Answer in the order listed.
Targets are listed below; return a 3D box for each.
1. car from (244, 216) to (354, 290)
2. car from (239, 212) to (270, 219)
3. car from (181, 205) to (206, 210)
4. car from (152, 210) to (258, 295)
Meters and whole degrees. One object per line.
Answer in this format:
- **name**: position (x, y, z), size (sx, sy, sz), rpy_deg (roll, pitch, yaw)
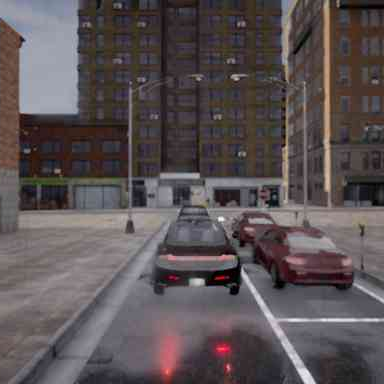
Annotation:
- **car**: position (2.654, 1.531, 8.676), size (1.802, 1.307, 4.206), rpy_deg (1, 0, 0)
- **car**: position (2.657, 1.500, 14.114), size (1.802, 1.307, 4.206), rpy_deg (1, 0, 0)
- **car**: position (0.091, 1.438, 19.066), size (2.033, 1.411, 5.357), rpy_deg (0, 0, -1)
- **car**: position (0.103, 1.441, 8.569), size (2.128, 1.511, 4.902), rpy_deg (0, 0, 0)
